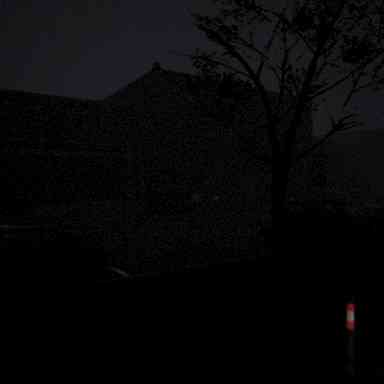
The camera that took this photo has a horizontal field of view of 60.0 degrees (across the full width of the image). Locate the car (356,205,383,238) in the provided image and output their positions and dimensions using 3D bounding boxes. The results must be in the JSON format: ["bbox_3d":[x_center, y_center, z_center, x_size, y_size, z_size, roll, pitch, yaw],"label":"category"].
[{"bbox_3d":[9.271,1.434,17.329,4.892,1.521,2.231,1,-1,-37],"label":"car"}]

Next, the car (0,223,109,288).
[{"bbox_3d":[-4.278,1.470,7.640,4.674,1.452,2.002,0,0,-35],"label":"car"}]

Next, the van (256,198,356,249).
[{"bbox_3d":[4.643,1.222,14.027,4.442,1.987,1.878,0,0,-33],"label":"van"}]
